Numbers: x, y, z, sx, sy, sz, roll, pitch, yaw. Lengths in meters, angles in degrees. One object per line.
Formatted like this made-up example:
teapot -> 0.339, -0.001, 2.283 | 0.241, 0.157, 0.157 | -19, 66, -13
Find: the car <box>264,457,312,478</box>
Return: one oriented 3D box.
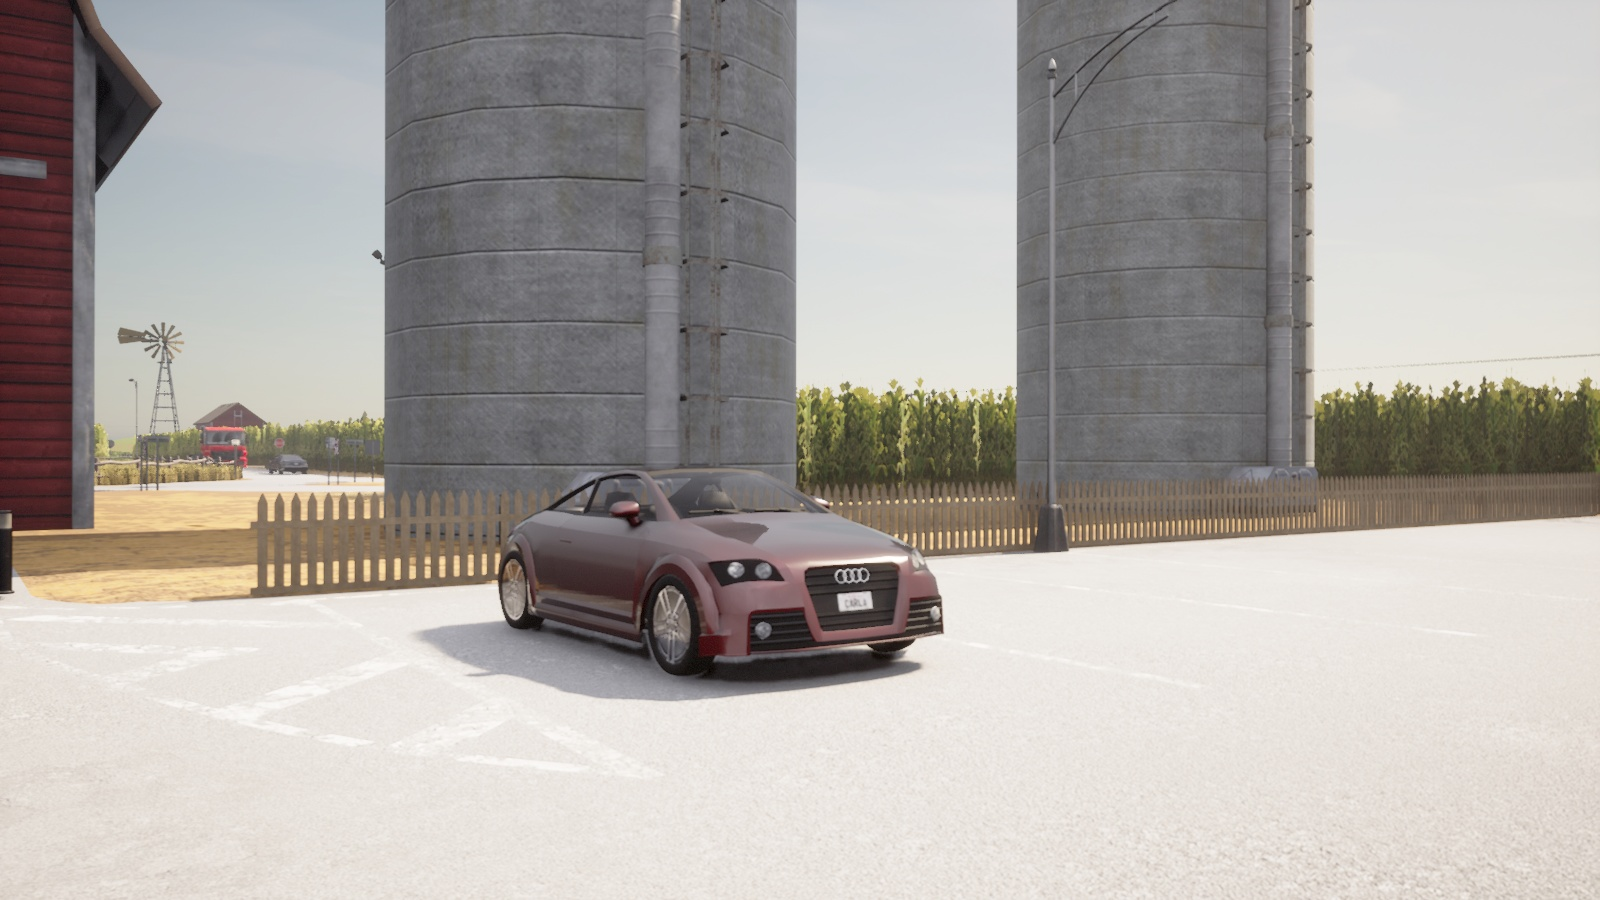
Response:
car -> -36.450, 1.192, 89.276 | 2.033, 1.411, 5.357 | 0, 0, -35
